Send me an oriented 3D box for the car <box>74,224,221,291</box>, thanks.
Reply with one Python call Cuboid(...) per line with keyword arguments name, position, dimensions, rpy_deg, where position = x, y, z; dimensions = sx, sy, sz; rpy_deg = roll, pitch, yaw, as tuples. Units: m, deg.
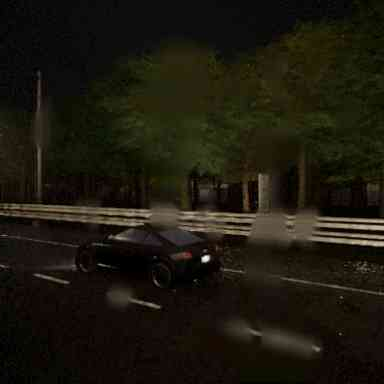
Cuboid(name="car", position=(-1.306, 1.568, 9.102), dimensions=(4.181, 1.385, 1.994), rpy_deg=(0, 0, 36))
